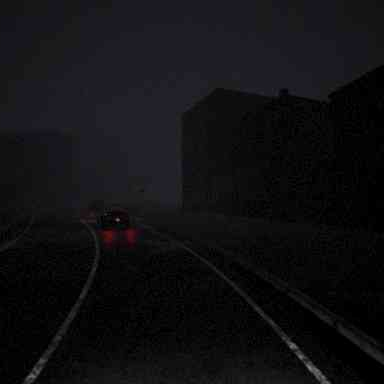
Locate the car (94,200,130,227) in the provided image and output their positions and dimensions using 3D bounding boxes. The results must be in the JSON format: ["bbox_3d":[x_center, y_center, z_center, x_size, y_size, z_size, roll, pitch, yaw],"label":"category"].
[{"bbox_3d":[-5.519,1.561,23.215,1.812,1.442,4.674,1,0,-21],"label":"car"}]

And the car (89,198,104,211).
[{"bbox_3d":[-11.275,1.471,40.124,2.128,1.511,4.902,1,0,-13],"label":"car"}]
